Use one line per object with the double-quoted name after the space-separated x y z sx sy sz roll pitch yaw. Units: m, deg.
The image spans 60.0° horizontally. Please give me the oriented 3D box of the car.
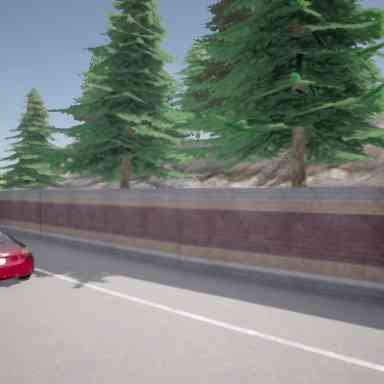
-5.982 1.579 8.910 4.181 1.385 1.994 0 0 40 "car"
